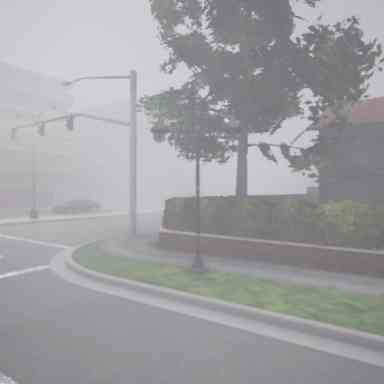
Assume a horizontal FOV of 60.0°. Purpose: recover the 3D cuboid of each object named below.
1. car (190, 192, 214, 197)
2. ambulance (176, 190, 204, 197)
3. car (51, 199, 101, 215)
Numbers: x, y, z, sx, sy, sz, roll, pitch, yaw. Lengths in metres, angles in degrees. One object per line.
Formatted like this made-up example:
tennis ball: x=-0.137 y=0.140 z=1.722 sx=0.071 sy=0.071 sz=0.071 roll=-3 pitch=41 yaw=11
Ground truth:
car: x=2.204 y=1.286 z=51.322 sx=2.097 sy=1.767 sz=4.553 roll=0 pitch=0 yaw=36
ambulance: x=-0.604 y=0.954 z=53.283 sx=2.351 sy=2.431 sz=6.366 roll=0 pitch=0 yaw=36
car: x=-11.326 y=1.439 z=32.725 sx=1.837 sy=1.490 sz=4.892 roll=0 pitch=0 yaw=36
